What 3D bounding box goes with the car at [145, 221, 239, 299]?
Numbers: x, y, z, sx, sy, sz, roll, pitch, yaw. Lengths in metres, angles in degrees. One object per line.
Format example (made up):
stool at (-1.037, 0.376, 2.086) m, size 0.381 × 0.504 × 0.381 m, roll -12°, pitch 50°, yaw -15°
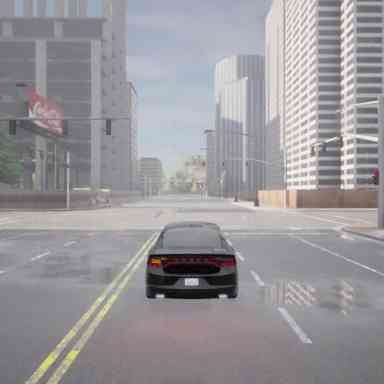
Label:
car at (0.001, 1.478, 8.499) m, size 1.882 × 1.535 × 5.008 m, roll 0°, pitch 0°, yaw 0°
